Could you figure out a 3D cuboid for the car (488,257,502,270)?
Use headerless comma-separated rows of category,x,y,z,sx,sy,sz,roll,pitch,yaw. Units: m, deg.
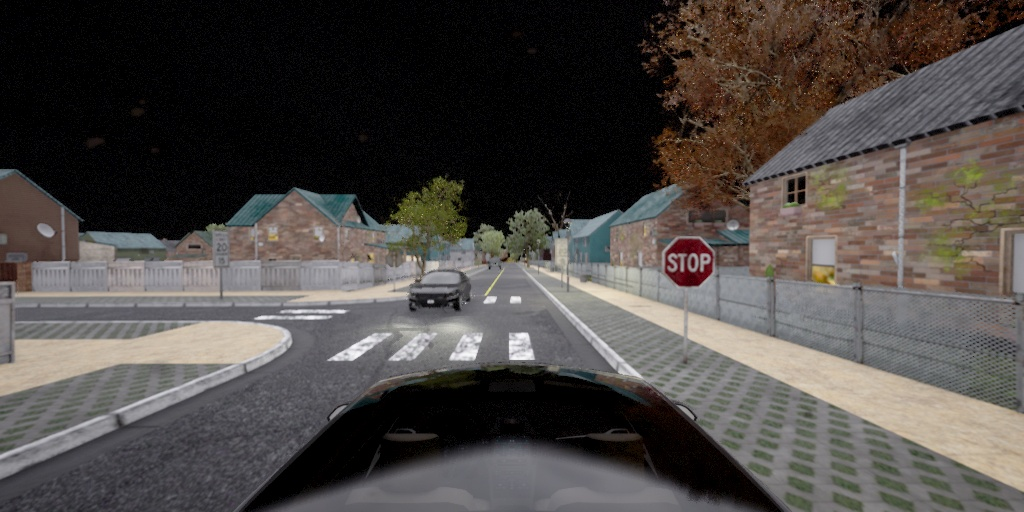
car,-2.839,1.232,60.332,2.150,2.045,5.566,0,0,0

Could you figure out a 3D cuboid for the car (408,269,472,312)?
car,-2.769,1.297,14.710,1.882,1.535,5.008,0,0,0
